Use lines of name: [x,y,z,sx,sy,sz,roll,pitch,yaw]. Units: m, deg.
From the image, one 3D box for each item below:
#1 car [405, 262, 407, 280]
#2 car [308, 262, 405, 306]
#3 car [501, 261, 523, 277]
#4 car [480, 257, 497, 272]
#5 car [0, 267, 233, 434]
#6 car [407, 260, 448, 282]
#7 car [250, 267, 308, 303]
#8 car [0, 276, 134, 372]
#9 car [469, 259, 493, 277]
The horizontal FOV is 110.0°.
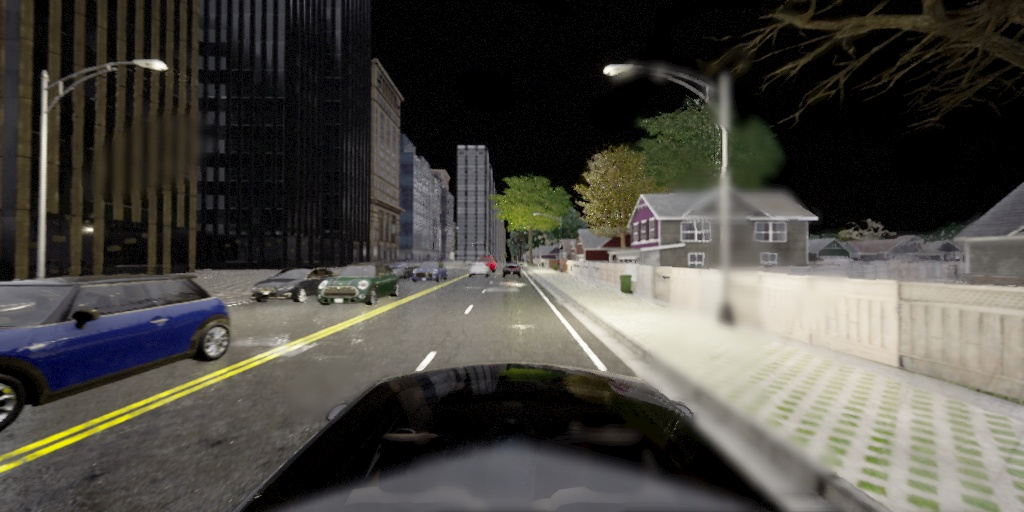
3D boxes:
car: [-9.837,1.293,32.047,2.128,1.511,4.902,0,0,0]
car: [-6.597,1.119,15.909,2.097,1.767,4.553,0,0,0]
car: [-0.017,1.349,36.246,1.837,1.490,4.892,0,0,0]
car: [-3.267,1.097,47.520,2.150,2.045,5.566,0,0,0]
car: [-6.592,1.091,5.167,2.097,1.767,4.553,0,0,0]
car: [-6.596,1.156,29.130,2.097,1.767,4.553,0,0,0]
car: [-9.845,1.266,16.779,1.837,1.490,4.892,0,0,0]
car: [-9.842,1.223,5.875,2.128,1.511,4.902,0,0,0]
car: [-3.268,1.361,36.609,1.812,1.442,4.674,0,0,0]
